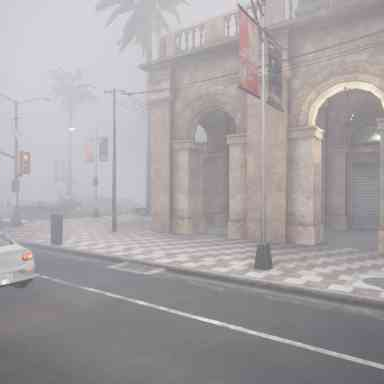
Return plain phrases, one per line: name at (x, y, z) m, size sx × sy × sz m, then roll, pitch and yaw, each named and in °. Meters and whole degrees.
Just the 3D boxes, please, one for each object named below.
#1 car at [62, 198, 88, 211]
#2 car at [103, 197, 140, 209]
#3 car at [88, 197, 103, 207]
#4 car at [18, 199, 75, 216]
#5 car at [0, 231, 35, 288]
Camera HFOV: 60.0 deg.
car at (-14.866, 1.505, 38.300) m, size 1.837 × 1.490 × 4.892 m, roll 0°, pitch 0°, yaw 36°
car at (-9.473, 1.601, 45.839) m, size 1.895 × 1.301 × 4.718 m, roll 0°, pitch 0°, yaw 36°
car at (-13.852, 1.513, 51.049) m, size 2.161 × 1.482 × 4.786 m, roll 0°, pitch 0°, yaw 35°
car at (-14.379, 1.601, 32.611) m, size 1.895 × 1.301 × 4.718 m, roll 0°, pitch 0°, yaw 36°
car at (-5.564, 1.526, 7.919) m, size 4.674 × 1.442 × 1.812 m, roll 0°, pitch 0°, yaw 36°
